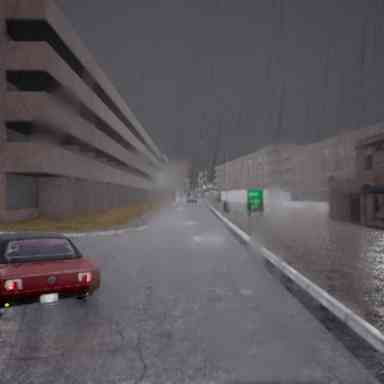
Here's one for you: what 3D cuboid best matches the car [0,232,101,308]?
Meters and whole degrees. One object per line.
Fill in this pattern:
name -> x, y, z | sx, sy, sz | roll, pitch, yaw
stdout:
car -> -3.814, 1.591, 7.839 | 1.895, 1.301, 4.718 | 3, -1, -35

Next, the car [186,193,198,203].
car -> 0.007, 1.310, 60.162 | 2.033, 1.411, 5.357 | 0, 1, 0

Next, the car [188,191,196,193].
car -> 0.008, 0.741, 70.623 | 2.150, 2.045, 5.566 | 0, 0, 0
